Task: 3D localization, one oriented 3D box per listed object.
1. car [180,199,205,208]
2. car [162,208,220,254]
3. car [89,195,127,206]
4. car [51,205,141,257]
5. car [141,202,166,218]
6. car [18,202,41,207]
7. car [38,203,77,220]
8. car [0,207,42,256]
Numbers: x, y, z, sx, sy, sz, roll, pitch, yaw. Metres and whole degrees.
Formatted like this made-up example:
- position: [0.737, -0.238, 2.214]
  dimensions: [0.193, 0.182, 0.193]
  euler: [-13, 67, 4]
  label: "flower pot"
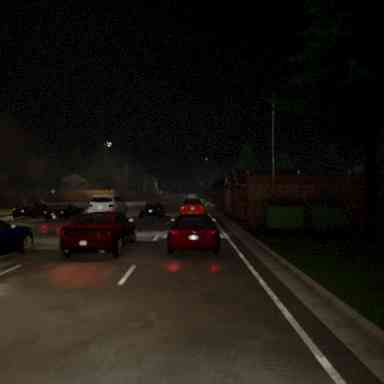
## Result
- position: [0.058, 1.346, 28.612]
  dimensions: [2.097, 1.767, 4.553]
  euler: [0, 0, 0]
  label: "car"
- position: [0.063, 1.560, 13.560]
  dimensions: [1.994, 1.385, 4.181]
  euler: [0, 0, 0]
  label: "car"
- position: [-6.944, 1.219, 27.951]
  dimensions: [2.150, 2.045, 5.566]
  euler: [0, 0, 0]
  label: "car"
- position: [-3.441, 1.476, 13.029]
  dimensions: [1.882, 1.535, 5.008]
  euler: [0, 0, 0]
  label: "car"
- position: [-3.436, 1.559, 29.661]
  dimensions: [1.994, 1.385, 4.181]
  euler: [0, 0, 0]
  label: "car"
- position: [-14.030, 1.559, 29.589]
  dimensions: [1.994, 1.385, 4.181]
  euler: [0, 0, 1]
  label: "car"
- position: [-10.447, 1.597, 27.481]
  dimensions: [1.895, 1.301, 4.718]
  euler: [0, 0, 0]
  label: "car"
- position: [-6.957, 1.476, 10.554]
  dimensions: [1.882, 1.535, 5.008]
  euler: [0, 0, 0]
  label: "car"
